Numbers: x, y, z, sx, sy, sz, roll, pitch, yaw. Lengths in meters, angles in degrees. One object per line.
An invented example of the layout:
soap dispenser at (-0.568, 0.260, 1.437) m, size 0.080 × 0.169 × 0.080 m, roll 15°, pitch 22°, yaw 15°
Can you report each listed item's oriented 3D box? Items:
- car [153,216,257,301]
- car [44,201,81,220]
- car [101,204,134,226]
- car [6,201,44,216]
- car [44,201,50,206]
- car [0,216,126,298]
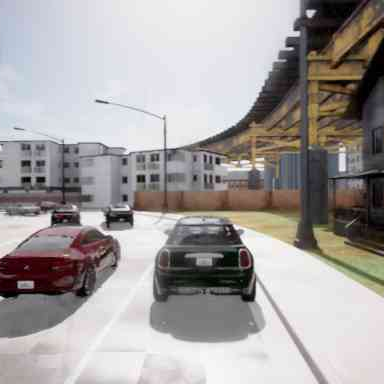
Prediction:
car at (0.308, 1.377, 8.552) m, size 2.097 × 1.767 × 4.553 m, roll 0°, pitch 0°, yaw 2°
car at (-8.930, 1.642, 23.497) m, size 2.128 × 1.511 × 4.902 m, roll 0°, pitch 0°, yaw -20°
car at (-5.426, 1.614, 24.016) m, size 2.128 × 1.511 × 4.902 m, roll 0°, pitch 0°, yaw -19°
car at (-18.617, 1.873, 36.571) m, size 4.718 × 1.301 × 1.895 m, roll -1°, pitch 0°, yaw 41°
car at (-17.774, 1.803, 40.301) m, size 4.674 × 1.442 × 1.812 m, roll -1°, pitch 0°, yaw 38°
car at (-3.138, 1.579, 8.546) m, size 1.812 × 1.442 × 4.674 m, roll 0°, pitch 0°, yaw 0°
